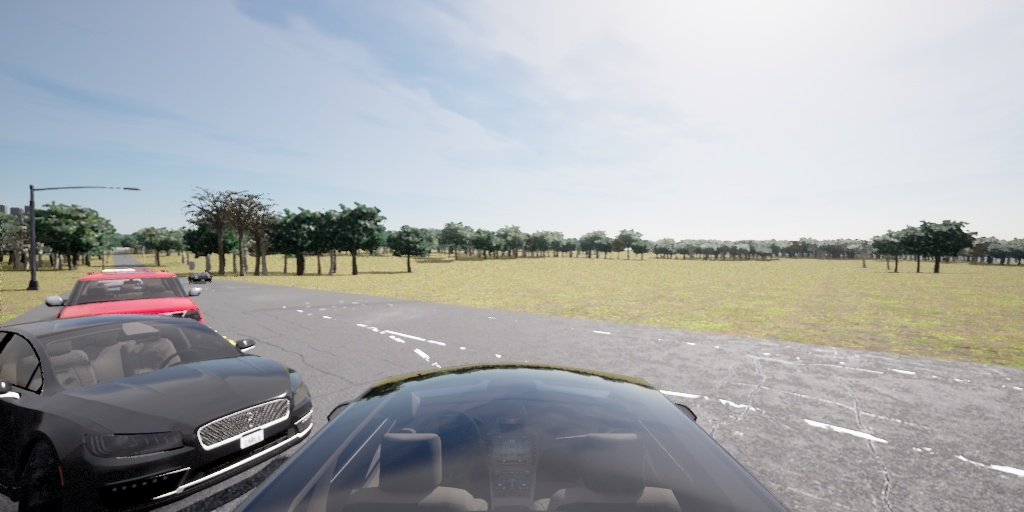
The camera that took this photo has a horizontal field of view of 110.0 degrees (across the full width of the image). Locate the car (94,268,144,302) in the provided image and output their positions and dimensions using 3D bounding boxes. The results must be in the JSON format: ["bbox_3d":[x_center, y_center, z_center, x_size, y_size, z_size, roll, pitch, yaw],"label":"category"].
[{"bbox_3d":[-27.595,1.923,25.192,5.566,2.045,2.150,-2,0,42],"label":"car"}]

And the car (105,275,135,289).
[{"bbox_3d":[-41.534,2.717,38.091,1.895,1.301,4.718,-1,0,-45],"label":"car"}]

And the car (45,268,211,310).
[{"bbox_3d":[-9.314,1.397,8.763,5.566,2.045,2.150,-2,0,42],"label":"car"}]

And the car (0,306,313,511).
[{"bbox_3d":[-4.490,1.450,4.027,4.892,1.490,1.837,-3,-3,22],"label":"car"}]
